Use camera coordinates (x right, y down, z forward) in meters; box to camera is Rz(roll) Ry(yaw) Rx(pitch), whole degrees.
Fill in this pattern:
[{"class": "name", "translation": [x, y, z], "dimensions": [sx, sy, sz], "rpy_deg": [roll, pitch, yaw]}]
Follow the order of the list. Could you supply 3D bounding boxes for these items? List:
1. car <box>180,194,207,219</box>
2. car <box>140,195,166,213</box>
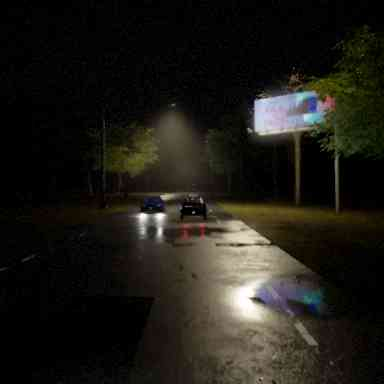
[{"class": "car", "translation": [0.108, 1.129, 24.763], "dimensions": [2.128, 1.511, 4.902], "rpy_deg": [0, 1, 0]}, {"class": "car", "translation": [-3.491, 1.058, 30.348], "dimensions": [1.812, 1.442, 4.674], "rpy_deg": [0, 1, 0]}]
